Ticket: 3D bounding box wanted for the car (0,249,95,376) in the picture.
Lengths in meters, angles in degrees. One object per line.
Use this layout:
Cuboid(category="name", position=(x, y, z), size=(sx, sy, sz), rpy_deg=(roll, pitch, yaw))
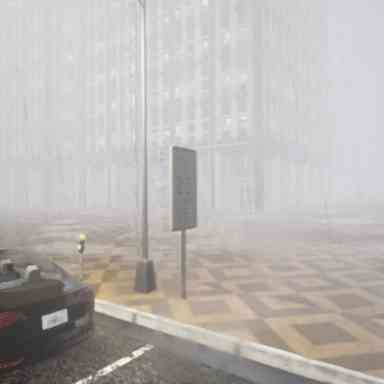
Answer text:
Cuboid(category="car", position=(-3.362, 1.602, 5.280), size=(4.313, 1.339, 1.947), rpy_deg=(0, 0, 36))
